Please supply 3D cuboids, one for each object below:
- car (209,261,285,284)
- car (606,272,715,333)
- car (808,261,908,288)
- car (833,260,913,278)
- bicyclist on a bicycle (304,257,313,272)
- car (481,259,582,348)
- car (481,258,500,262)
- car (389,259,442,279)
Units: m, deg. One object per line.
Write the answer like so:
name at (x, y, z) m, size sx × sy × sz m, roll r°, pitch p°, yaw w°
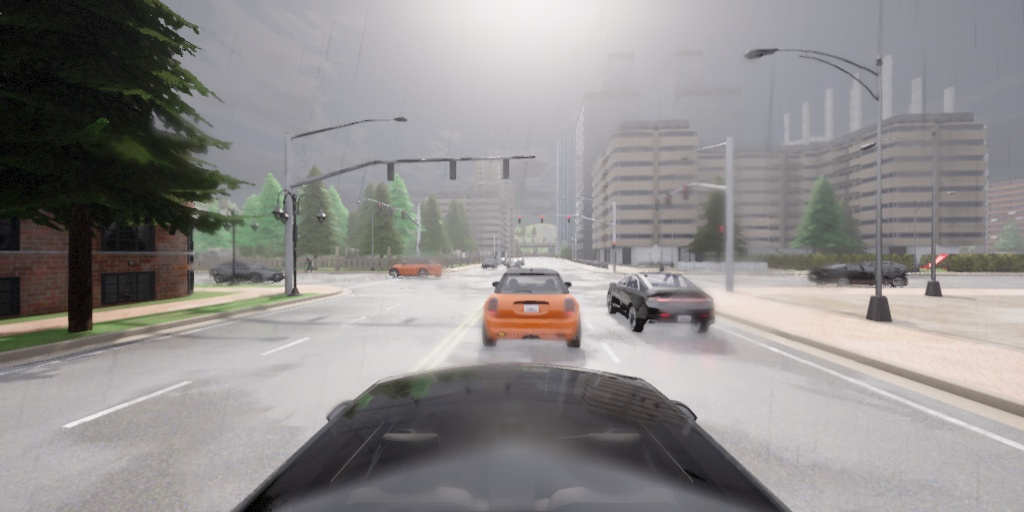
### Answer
car at (-18.399, 1.253, 25.242) m, size 4.181 × 1.385 × 1.994 m, roll 0°, pitch 0°, yaw 4°
car at (4.093, 1.217, 10.613) m, size 2.128 × 1.511 × 4.902 m, roll 0°, pitch 0°, yaw 4°
car at (21.536, 1.169, 22.418) m, size 5.008 × 1.535 × 1.882 m, roll 0°, pitch 0°, yaw 5°
car at (32.392, 1.155, 32.303) m, size 4.902 × 1.511 × 2.128 m, roll 0°, pitch 0°, yaw 4°
bicyclist on a bicycle at (-22.756, 0.951, 40.072) m, size 0.582 × 1.620 × 1.656 m, roll 0°, pitch 0°, yaw 4°
car at (0.518, 1.081, 9.385) m, size 2.097 × 1.767 × 4.553 m, roll 0°, pitch 0°, yaw 3°
car at (-3.249, 1.121, 51.582) m, size 1.837 × 1.490 × 4.892 m, roll 0°, pitch 0°, yaw 4°
car at (-8.413, 1.024, 31.180) m, size 4.553 × 1.767 × 2.097 m, roll 0°, pitch 0°, yaw 22°
